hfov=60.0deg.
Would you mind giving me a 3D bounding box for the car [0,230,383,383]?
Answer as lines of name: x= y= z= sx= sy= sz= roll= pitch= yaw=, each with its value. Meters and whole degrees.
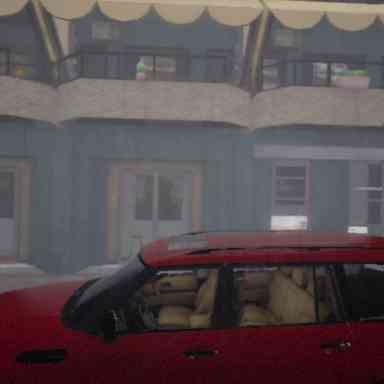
car: x=0.136 y=1.375 z=3.411 sx=5.009 sy=1.841 sz=2.192 roll=0 pitch=0 yaw=-2
